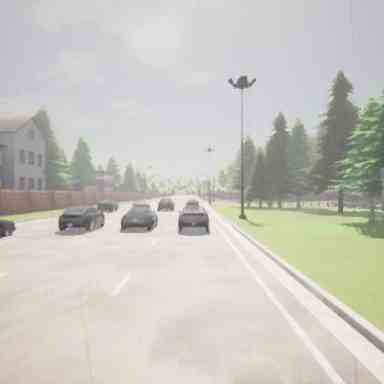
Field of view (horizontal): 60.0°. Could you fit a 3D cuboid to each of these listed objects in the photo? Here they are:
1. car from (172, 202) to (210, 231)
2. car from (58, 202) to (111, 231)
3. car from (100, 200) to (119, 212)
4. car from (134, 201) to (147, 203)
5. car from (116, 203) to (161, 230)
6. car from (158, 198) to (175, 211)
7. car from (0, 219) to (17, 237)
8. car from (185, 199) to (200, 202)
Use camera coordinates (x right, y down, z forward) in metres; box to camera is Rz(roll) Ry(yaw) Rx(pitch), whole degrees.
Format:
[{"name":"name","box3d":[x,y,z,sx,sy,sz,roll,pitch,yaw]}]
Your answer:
[{"name":"car","box3d":[0.104,1.601,21.176,2.128,1.511,4.902,0,0,0]},{"name":"car","box3d":[-6.896,1.616,21.219,1.837,1.490,4.892,0,0,0]},{"name":"car","box3d":[-10.475,1.691,41.605,1.882,1.535,5.008,0,0,0]},{"name":"car","box3d":[-6.947,1.832,45.122,1.895,1.301,4.718,0,0,1]},{"name":"car","box3d":[-3.396,1.677,21.987,1.994,1.385,4.181,0,0,0]},{"name":"car","box3d":[-3.441,1.582,45.130,2.097,1.767,4.553,0,0,1]},{"name":"car","box3d":[-10.397,1.628,15.513,2.033,1.411,5.357,0,0,0]},{"name":"car","box3d":[0.067,1.716,46.651,1.882,1.535,5.008,0,0,0]}]
